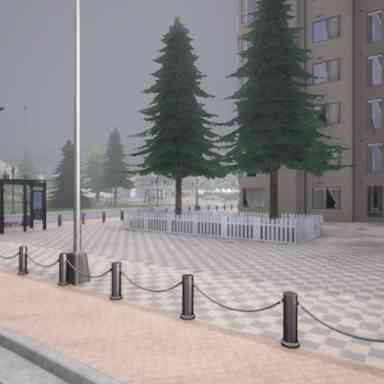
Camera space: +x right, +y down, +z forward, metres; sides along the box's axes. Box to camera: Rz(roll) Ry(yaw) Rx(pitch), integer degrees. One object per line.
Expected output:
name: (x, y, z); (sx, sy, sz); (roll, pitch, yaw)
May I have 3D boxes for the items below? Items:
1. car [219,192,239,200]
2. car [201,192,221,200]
car: (9.665, 1.399, 84.659); (3.633, 1.501, 1.845); (0, 0, 35)
car: (5.307, 1.414, 91.364); (3.806, 1.475, 1.970); (0, 0, 35)
